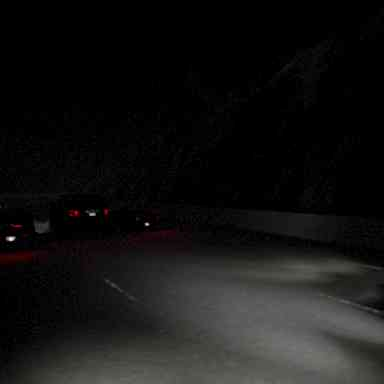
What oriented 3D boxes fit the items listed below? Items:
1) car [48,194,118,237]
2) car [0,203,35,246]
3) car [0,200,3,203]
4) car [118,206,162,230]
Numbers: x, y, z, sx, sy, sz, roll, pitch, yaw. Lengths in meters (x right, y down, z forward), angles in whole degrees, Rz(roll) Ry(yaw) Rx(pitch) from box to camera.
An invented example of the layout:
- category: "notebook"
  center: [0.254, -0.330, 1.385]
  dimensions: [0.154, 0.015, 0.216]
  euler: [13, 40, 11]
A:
- category: "car"
  center: [-6.128, 1.130, 17.779]
  dimensions: [2.150, 2.045, 5.566]
  euler: [0, 0, -33]
- category: "car"
  center: [-7.938, 1.429, 14.155]
  dimensions: [1.837, 1.490, 4.892]
  euler: [0, 0, -33]
- category: "car"
  center: [-19.530, 1.425, 32.793]
  dimensions: [1.895, 1.301, 4.718]
  euler: [0, 0, -29]
- category: "car"
  center: [-3.744, 1.498, 20.530]
  dimensions: [1.895, 1.301, 4.718]
  euler: [0, 0, -33]
